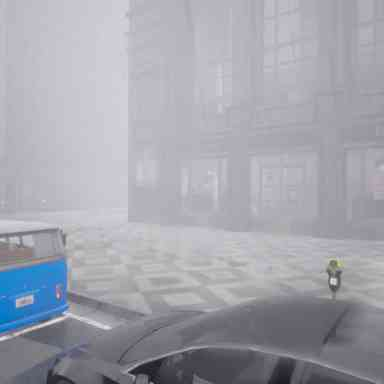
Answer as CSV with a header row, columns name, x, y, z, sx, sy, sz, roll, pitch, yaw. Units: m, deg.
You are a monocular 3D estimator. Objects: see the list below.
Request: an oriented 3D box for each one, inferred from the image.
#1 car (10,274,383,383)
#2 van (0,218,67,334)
name,x,y,z,sx,sy,sz,roll,pitch,yaw
car,0.671,1.566,2.594,4.313,1.339,1.947,0,0,36
van,-3.922,1.340,5.882,3.998,1.788,1.690,0,0,36
